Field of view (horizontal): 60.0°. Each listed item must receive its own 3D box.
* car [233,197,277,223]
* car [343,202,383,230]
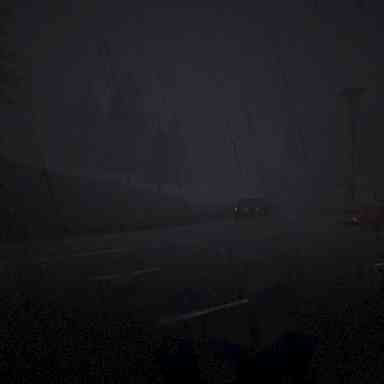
[{"bbox_3d":[4.854,1.261,25.161,2.097,1.767,4.553,0,0,30],"label":"car"},{"bbox_3d":[11.282,1.375,20.394,5.008,1.535,1.882,0,0,-35],"label":"car"}]
